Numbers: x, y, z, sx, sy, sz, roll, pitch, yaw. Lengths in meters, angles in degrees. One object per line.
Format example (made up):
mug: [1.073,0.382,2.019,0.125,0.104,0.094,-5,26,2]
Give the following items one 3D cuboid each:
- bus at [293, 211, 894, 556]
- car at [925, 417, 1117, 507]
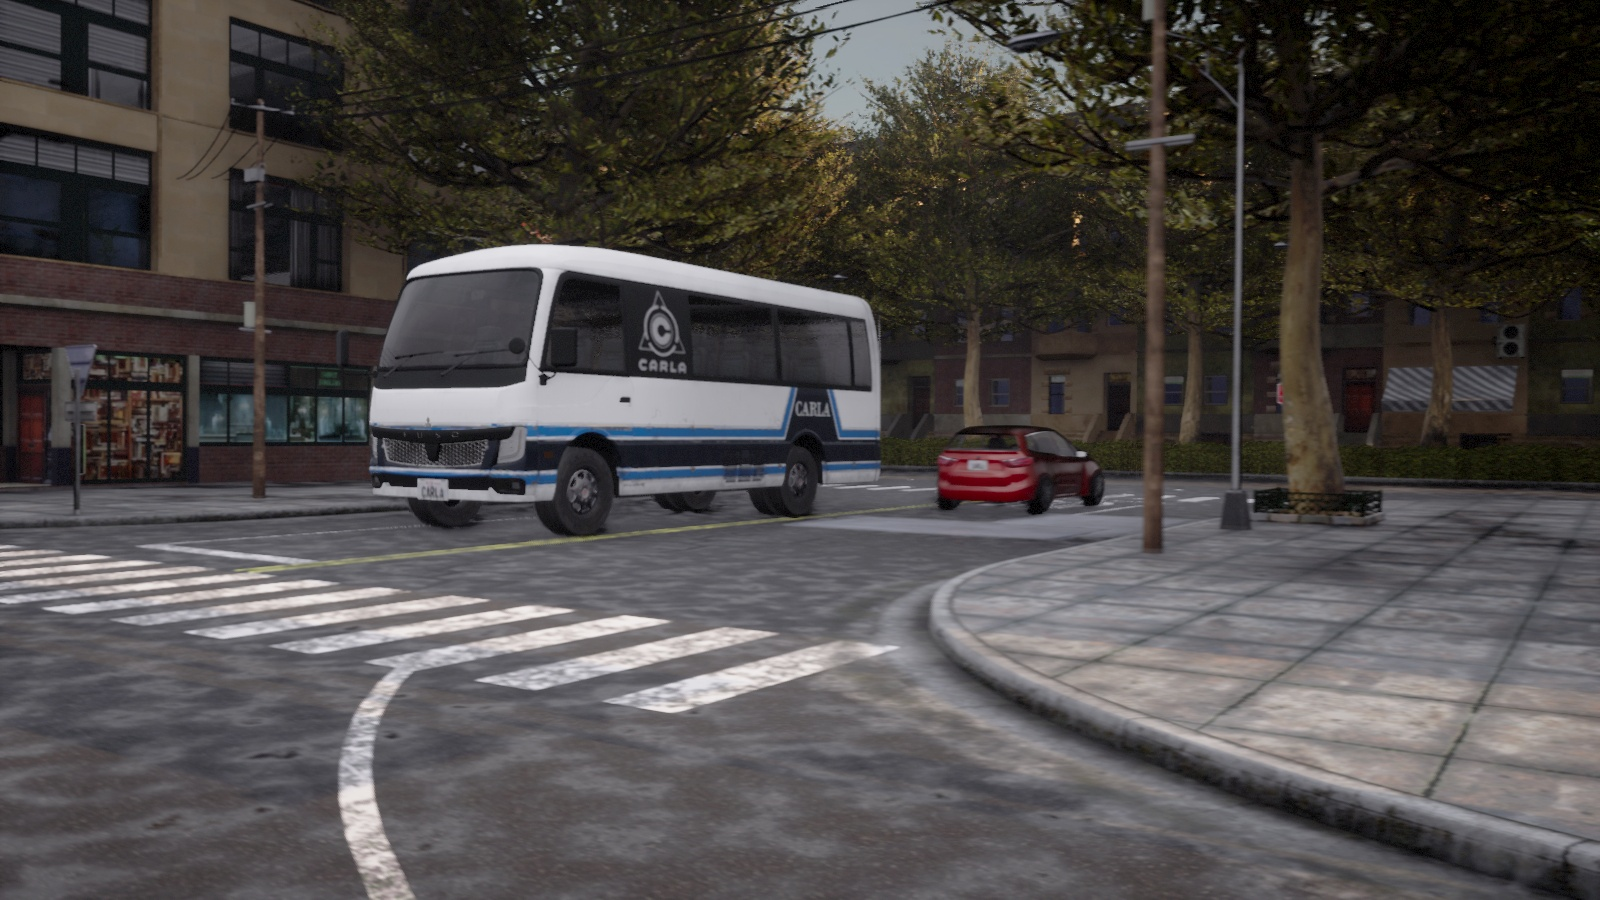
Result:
bus: [-2.639,-0.906,20.855,3.944,4.253,10.273,0,1,33]
car: [4.626,0.183,25.705,2.242,1.667,4.611,0,1,33]
